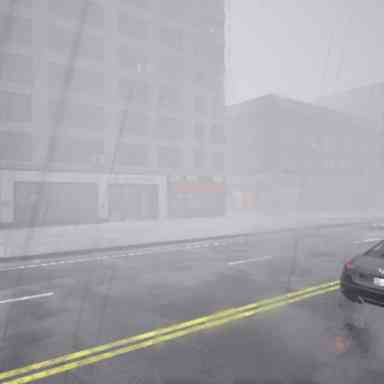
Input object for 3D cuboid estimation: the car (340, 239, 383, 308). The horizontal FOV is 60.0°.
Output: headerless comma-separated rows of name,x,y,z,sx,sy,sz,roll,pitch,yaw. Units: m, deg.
car,5.000,1.563,7.011,4.181,1.385,1.994,0,0,-36
